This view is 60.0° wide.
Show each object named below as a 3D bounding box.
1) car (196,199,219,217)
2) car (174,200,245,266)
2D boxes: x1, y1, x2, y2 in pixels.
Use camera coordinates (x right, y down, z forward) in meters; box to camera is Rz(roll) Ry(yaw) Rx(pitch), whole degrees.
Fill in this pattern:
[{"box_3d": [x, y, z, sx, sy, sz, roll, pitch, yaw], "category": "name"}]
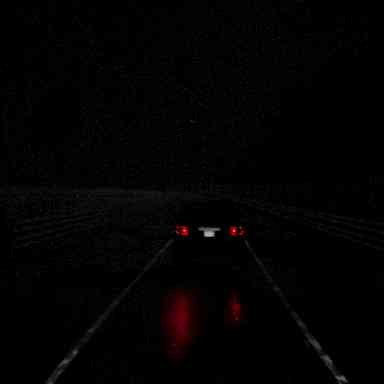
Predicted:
[{"box_3d": [1.488, 1.500, 32.859, 2.128, 1.511, 4.902, 0, 1, 1], "category": "car"}, {"box_3d": [0.628, 1.279, 11.954, 2.150, 2.045, 5.566, 0, 0, 3], "category": "car"}]
